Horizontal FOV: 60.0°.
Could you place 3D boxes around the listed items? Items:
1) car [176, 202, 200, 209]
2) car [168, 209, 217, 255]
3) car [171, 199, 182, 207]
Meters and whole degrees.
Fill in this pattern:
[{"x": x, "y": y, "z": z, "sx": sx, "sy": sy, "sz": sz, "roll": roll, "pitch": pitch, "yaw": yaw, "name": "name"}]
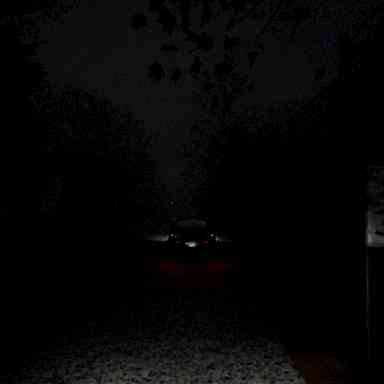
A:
[{"x": -0.011, "y": 1.846, "z": 27.532, "sx": 2.033, "sy": 1.411, "sz": 5.357, "roll": 0, "pitch": -1, "yaw": 0, "name": "car"}, {"x": 0.017, "y": 1.677, "z": 13.915, "sx": 1.812, "sy": 1.442, "sz": 4.674, "roll": 0, "pitch": 0, "yaw": 0, "name": "car"}, {"x": -2.970, "y": 2.095, "z": 65.413, "sx": 2.097, "sy": 1.767, "sz": 4.553, "roll": 0, "pitch": -1, "yaw": 0, "name": "car"}]
